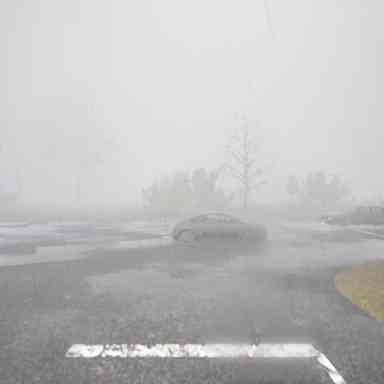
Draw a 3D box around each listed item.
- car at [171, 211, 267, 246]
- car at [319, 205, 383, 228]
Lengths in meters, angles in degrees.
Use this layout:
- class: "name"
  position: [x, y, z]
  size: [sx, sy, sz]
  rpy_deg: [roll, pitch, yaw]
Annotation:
- class: "car"
  position: [1.156, 1.564, 14.723]
  size: [4.181, 1.385, 1.994]
  rpy_deg: [0, 0, -1]
- class: "car"
  position: [11.325, 1.590, 22.012]
  size: [5.357, 1.411, 2.033]
  rpy_deg: [0, 0, -2]
